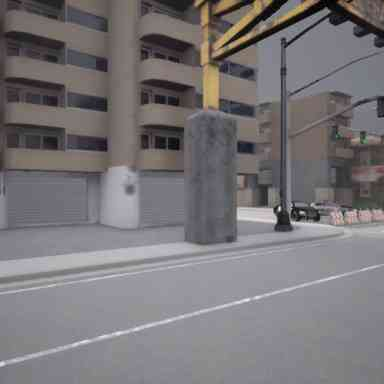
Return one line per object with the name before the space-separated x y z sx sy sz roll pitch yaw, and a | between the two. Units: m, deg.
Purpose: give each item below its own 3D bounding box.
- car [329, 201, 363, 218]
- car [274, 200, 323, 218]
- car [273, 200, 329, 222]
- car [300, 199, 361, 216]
car | 11.915 1.451 28.533 4.974 1.542 2.038 0 0 35
car | 8.321 1.294 26.449 1.853 1.218 4.536 0 0 -10
car | 8.331 1.451 26.398 2.038 1.542 4.974 0 0 -10
car | 11.872 1.293 28.562 4.536 1.218 1.853 0 0 35
